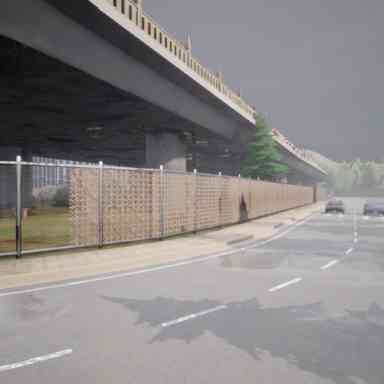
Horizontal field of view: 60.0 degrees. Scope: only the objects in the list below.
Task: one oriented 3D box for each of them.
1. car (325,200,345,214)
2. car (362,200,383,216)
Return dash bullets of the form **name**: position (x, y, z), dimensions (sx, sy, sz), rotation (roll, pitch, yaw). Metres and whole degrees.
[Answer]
- **car**: position (15.215, 1.545, 35.248), dimensions (2.033, 1.411, 5.357), rotation (0, 0, 26)
- **car**: position (17.428, 1.523, 31.799), dimensions (1.812, 1.442, 4.674), rotation (0, 0, 26)
